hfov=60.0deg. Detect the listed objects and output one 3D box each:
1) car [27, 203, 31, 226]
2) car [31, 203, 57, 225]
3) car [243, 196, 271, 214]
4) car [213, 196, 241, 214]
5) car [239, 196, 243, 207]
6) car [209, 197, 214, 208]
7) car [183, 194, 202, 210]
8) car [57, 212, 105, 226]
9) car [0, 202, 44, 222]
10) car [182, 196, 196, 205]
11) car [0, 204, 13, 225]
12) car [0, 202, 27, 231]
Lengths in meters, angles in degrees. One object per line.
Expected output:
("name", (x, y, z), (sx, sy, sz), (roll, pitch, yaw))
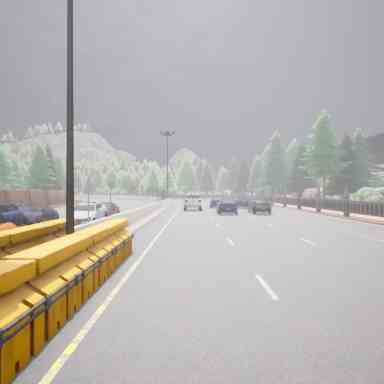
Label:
("car", (-10.582, 1.352, 17.123), (2.097, 1.767, 4.553), (0, 0, 0))
("car", (-10.492, 1.611, 22.289), (1.994, 1.385, 4.181), (0, 0, 0))
("car", (7.064, 1.492, 35.182), (2.128, 1.511, 4.902), (0, 0, 0))
("car", (3.605, 1.477, 35.081), (1.882, 1.535, 5.008), (0, 0, 0))
("car", (7.015, 1.352, 46.952), (2.097, 1.767, 4.553), (0, 0, 0))
("car", (3.523, 1.477, 47.485), (1.882, 1.535, 5.008), (0, 0, 0))
("car", (0.105, 1.223, 42.486), (2.150, 2.045, 5.566), (0, 0, 0))
("car", (-6.989, 1.433, 22.242), (1.812, 1.442, 4.674), (1, 5, 0))
("car", (-14.052, 1.564, 27.301), (1.994, 1.385, 4.181), (0, 0, 0))
("car", (-0.529, 1.491, 58.742), (2.128, 1.511, 4.902), (0, 0, -5))
("car", (-13.994, 1.564, 22.108), (1.994, 1.385, 4.181), (0, 0, 0))
("car", (-7.087, 1.352, 9.708), (2.097, 1.767, 4.553), (0, 0, 0))
